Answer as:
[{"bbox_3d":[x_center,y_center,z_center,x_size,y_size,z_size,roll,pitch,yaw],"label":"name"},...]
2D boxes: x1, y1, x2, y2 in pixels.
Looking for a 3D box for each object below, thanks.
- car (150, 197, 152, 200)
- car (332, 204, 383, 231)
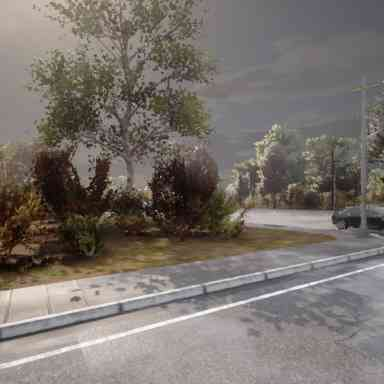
[{"bbox_3d":[-6.108,1.847,52.976,5.566,2.045,2.150,-2,-1,40],"label":"car"},{"bbox_3d":[10.233,1.532,18.747,1.837,1.490,4.892,1,-1,-25],"label":"car"}]
